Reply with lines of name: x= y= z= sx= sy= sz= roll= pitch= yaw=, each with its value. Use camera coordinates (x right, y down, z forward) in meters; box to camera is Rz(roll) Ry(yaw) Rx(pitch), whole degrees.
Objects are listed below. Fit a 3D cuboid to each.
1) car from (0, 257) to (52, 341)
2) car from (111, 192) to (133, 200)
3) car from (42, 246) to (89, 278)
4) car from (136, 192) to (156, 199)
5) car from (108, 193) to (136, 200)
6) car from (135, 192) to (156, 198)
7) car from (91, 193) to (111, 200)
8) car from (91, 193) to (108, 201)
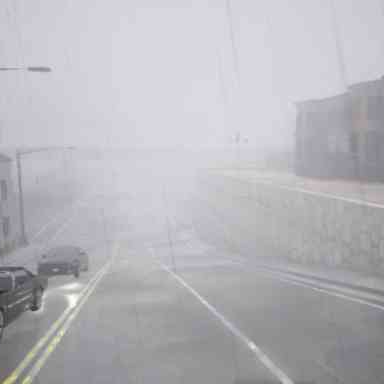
car: x=-4.926 y=2.518 z=7.847 sx=1.895 sy=1.301 sz=4.718 roll=-2 pitch=-7 yaw=-11
car: x=-16.064 y=0.879 z=76.560 sx=1.853 sy=1.218 sz=4.536 roll=6 pitch=8 yaw=43
car: x=-6.709 y=3.639 z=17.725 sx=1.882 sy=1.535 sz=5.008 roll=-2 pitch=-7 yaw=-10
car: x=-10.956 y=0.836 z=78.255 sx=4.974 sy=1.542 sz=2.038 roll=2 pitch=6 yaw=18
car: x=-16.099 y=1.040 z=76.540 sx=2.038 sy=1.542 sz=4.974 roll=6 pitch=8 yaw=43
car: x=-11.006 y=0.678 z=78.254 sx=4.536 sy=1.218 sz=1.853 roll=2 pitch=6 yaw=18
car: x=-20.676 y=0.985 z=75.731 sx=4.536 sy=1.218 sz=1.853 roll=4 pitch=7 yaw=33
car: x=-20.632 y=1.145 z=75.719 sx=4.974 sy=1.542 sz=2.038 roll=4 pitch=7 yaw=33
